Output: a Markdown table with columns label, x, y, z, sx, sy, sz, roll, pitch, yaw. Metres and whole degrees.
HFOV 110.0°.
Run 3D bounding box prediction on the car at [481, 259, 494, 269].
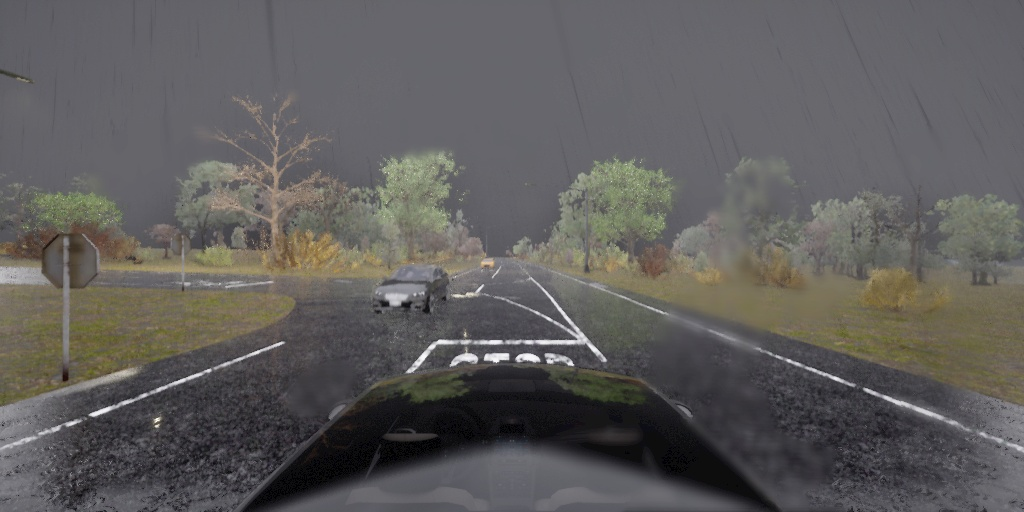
| label | x | y | z | sx | sy | sz | roll | pitch | yaw |
| --- | --- | --- | --- | --- | --- | --- | --- | --- | --- |
| car | -3.661 | 1.198 | 53.968 | 1.882 | 1.535 | 5.008 | 0 | 0 | -1 |

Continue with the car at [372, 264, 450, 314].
| label | x | y | z | sx | sy | sz | roll | pitch | yaw |
| --- | --- | --- | --- | --- | --- | --- | --- | --- | --- |
| car | -3.487 | 1.065 | 13.181 | 2.128 | 1.511 | 4.902 | 1 | 2 | 0 |
